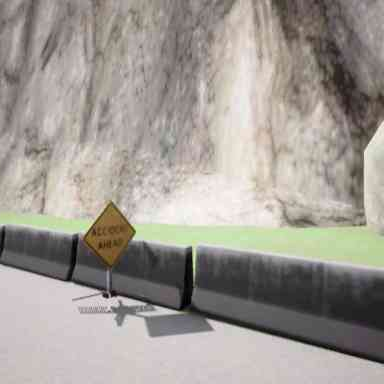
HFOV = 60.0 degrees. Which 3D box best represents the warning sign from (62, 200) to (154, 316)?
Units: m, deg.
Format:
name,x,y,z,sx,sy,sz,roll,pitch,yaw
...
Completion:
name,x,y,z,sx,sy,sz,roll,pitch,yaw
warning sign,-1.547,1.095,6.257,1.060,1.860,1.300,0,0,36
